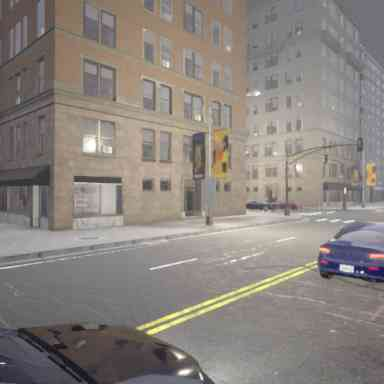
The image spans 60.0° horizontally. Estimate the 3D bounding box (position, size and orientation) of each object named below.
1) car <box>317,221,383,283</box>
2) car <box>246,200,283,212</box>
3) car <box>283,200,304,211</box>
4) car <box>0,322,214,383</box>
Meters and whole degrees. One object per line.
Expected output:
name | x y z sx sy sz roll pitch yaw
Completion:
car | 4.993 1.528 9.044 1.812 1.442 4.674 0 0 43
car | 7.709 1.590 38.813 4.718 1.301 1.895 0 0 43
car | 10.802 1.603 39.954 4.718 1.301 1.895 0 0 43
car | -1.657 1.564 1.902 1.994 1.385 4.181 0 0 43
